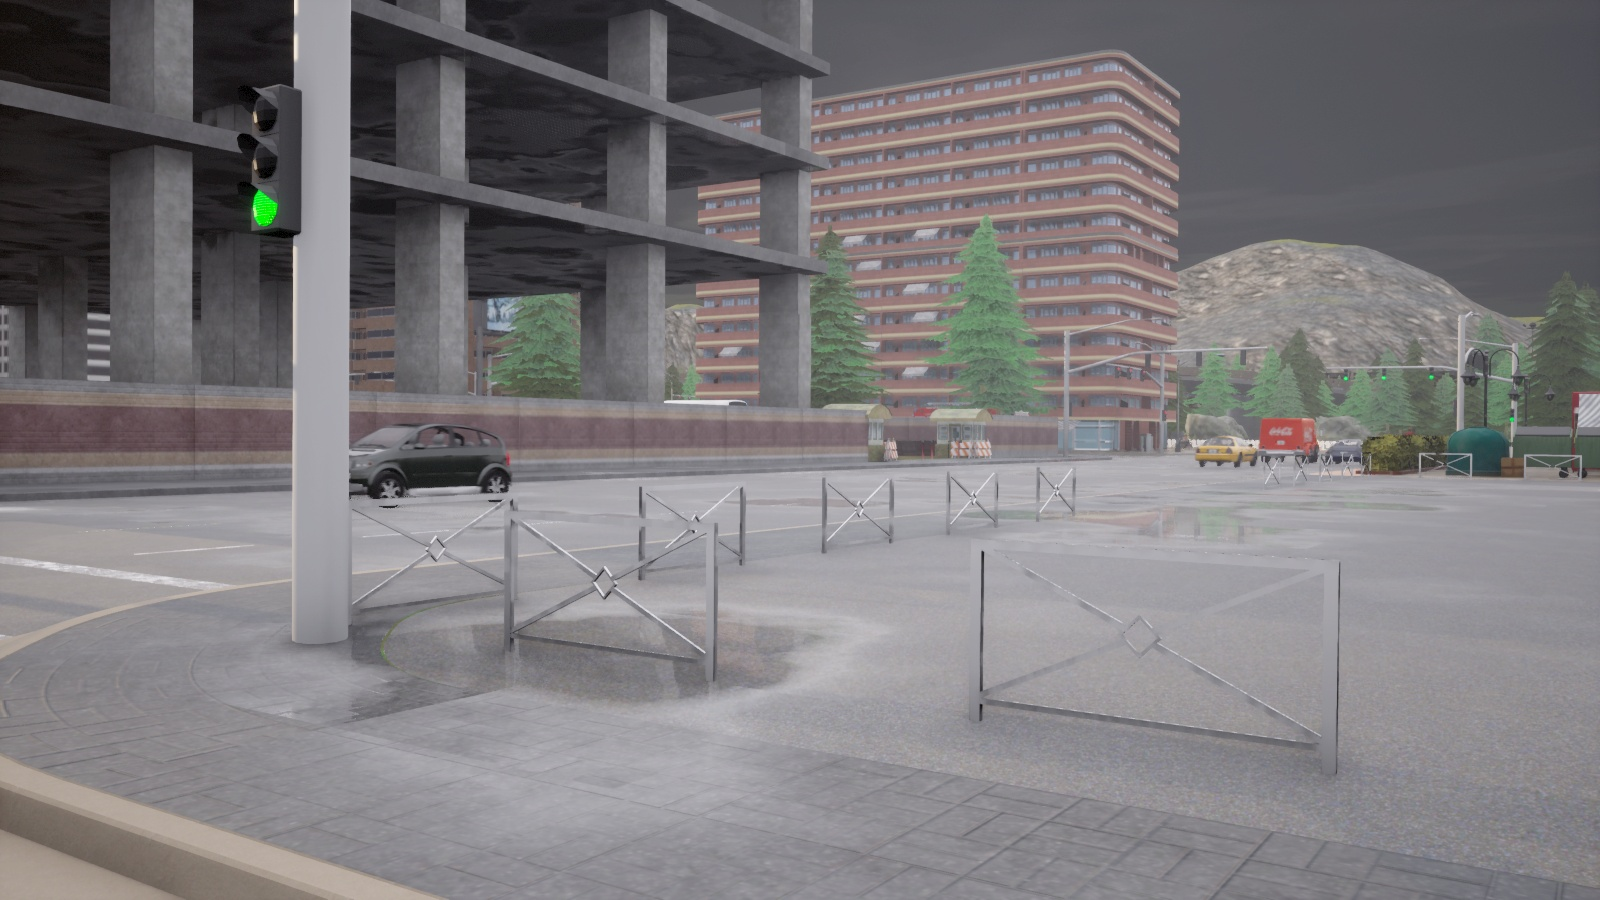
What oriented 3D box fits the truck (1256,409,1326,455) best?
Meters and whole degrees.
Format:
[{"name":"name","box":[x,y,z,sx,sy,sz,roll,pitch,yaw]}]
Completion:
[{"name":"truck","box":[27.370,-1.008,69.878,2.627,2.467,5.204,0,1,33]}]

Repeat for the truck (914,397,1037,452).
[{"name":"truck","box":[12.721,-1.797,91.465,8.468,3.827,2.891,0,1,34]}]

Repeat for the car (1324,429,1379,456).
[{"name":"car","box":[29.055,-0.426,66.076,1.994,1.385,4.181,0,1,33]}]

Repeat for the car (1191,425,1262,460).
[{"name":"car","box":[19.972,-0.367,58.664,1.801,1.575,5.366,0,1,33]}]

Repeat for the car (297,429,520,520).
[{"name":"car","box":[-7.294,0.397,23.689,1.789,1.549,3.705,0,1,33]}]
